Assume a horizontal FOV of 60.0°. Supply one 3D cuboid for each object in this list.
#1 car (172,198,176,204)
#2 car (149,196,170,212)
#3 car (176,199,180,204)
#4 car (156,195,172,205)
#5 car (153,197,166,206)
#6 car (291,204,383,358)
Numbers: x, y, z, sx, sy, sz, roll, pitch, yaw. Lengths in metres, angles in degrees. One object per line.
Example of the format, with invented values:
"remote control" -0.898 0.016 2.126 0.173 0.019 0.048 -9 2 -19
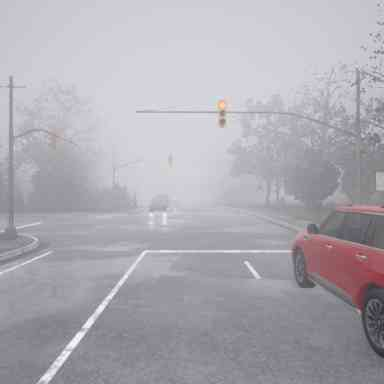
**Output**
"car" -5.955 2.255 76.561 2.033 1.411 5.357 0 -1 -19
"car" -3.935 1.541 38.972 1.837 1.490 4.892 0 -1 -2
"car" -4.636 2.316 83.215 1.882 1.535 5.008 0 -1 -22
"car" -4.782 1.422 52.172 2.150 2.045 5.566 0 -1 -7
"car" -6.221 1.767 62.544 2.097 1.767 4.553 0 -1 -10
"car" 3.591 1.221 6.091 2.150 2.045 5.566 0 0 0
